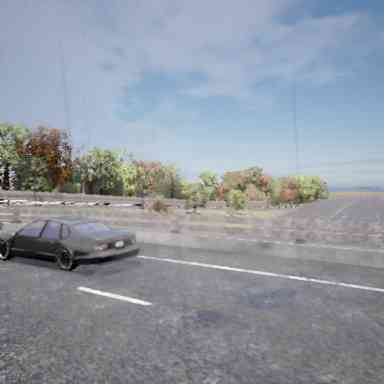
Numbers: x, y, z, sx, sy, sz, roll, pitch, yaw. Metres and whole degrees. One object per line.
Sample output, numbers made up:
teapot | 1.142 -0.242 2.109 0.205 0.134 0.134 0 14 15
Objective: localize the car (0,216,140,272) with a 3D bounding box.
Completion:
car | -4.179 1.501 10.583 5.357 1.411 2.033 0 0 31
